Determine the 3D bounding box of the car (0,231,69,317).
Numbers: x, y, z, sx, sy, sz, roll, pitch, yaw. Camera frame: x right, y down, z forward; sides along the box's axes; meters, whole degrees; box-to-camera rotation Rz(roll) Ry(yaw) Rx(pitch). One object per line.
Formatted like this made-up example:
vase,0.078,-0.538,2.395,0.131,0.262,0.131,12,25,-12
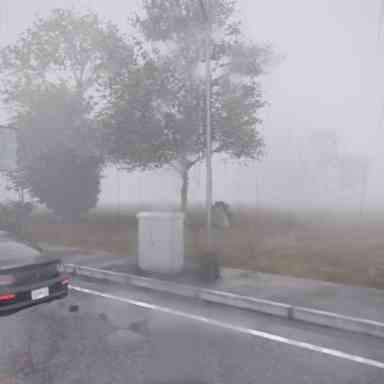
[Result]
car,-4.467,1.523,6.785,4.674,1.442,1.812,0,0,33
